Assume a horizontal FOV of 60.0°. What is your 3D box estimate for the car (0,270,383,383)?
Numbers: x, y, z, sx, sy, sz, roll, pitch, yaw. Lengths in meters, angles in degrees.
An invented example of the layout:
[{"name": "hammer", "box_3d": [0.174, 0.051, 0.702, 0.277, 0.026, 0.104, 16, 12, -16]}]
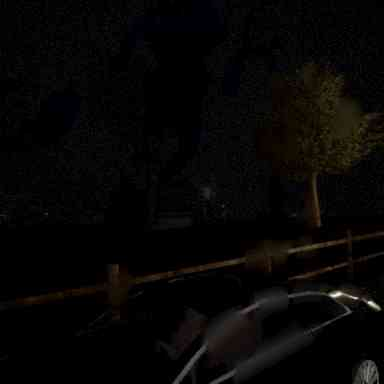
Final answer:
[{"name": "car", "box_3d": [0.087, 1.640, 3.188, 4.902, 1.511, 2.128, 0, -3, -38]}]
